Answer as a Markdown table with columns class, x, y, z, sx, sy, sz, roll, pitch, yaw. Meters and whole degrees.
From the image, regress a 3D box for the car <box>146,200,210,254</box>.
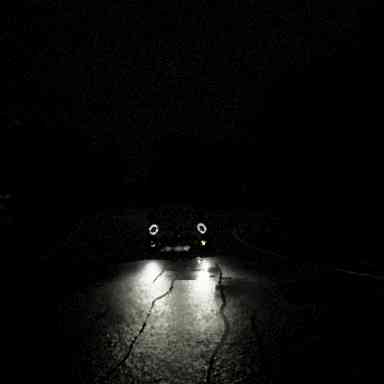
| class | x | y | z | sx | sy | sz | roll | pitch | yaw |
| --- | --- | --- | --- | --- | --- | --- | --- | --- | --- |
| car | -0.643 | 1.170 | 12.688 | 2.097 | 1.767 | 4.553 | -1 | 1 | -5 |
